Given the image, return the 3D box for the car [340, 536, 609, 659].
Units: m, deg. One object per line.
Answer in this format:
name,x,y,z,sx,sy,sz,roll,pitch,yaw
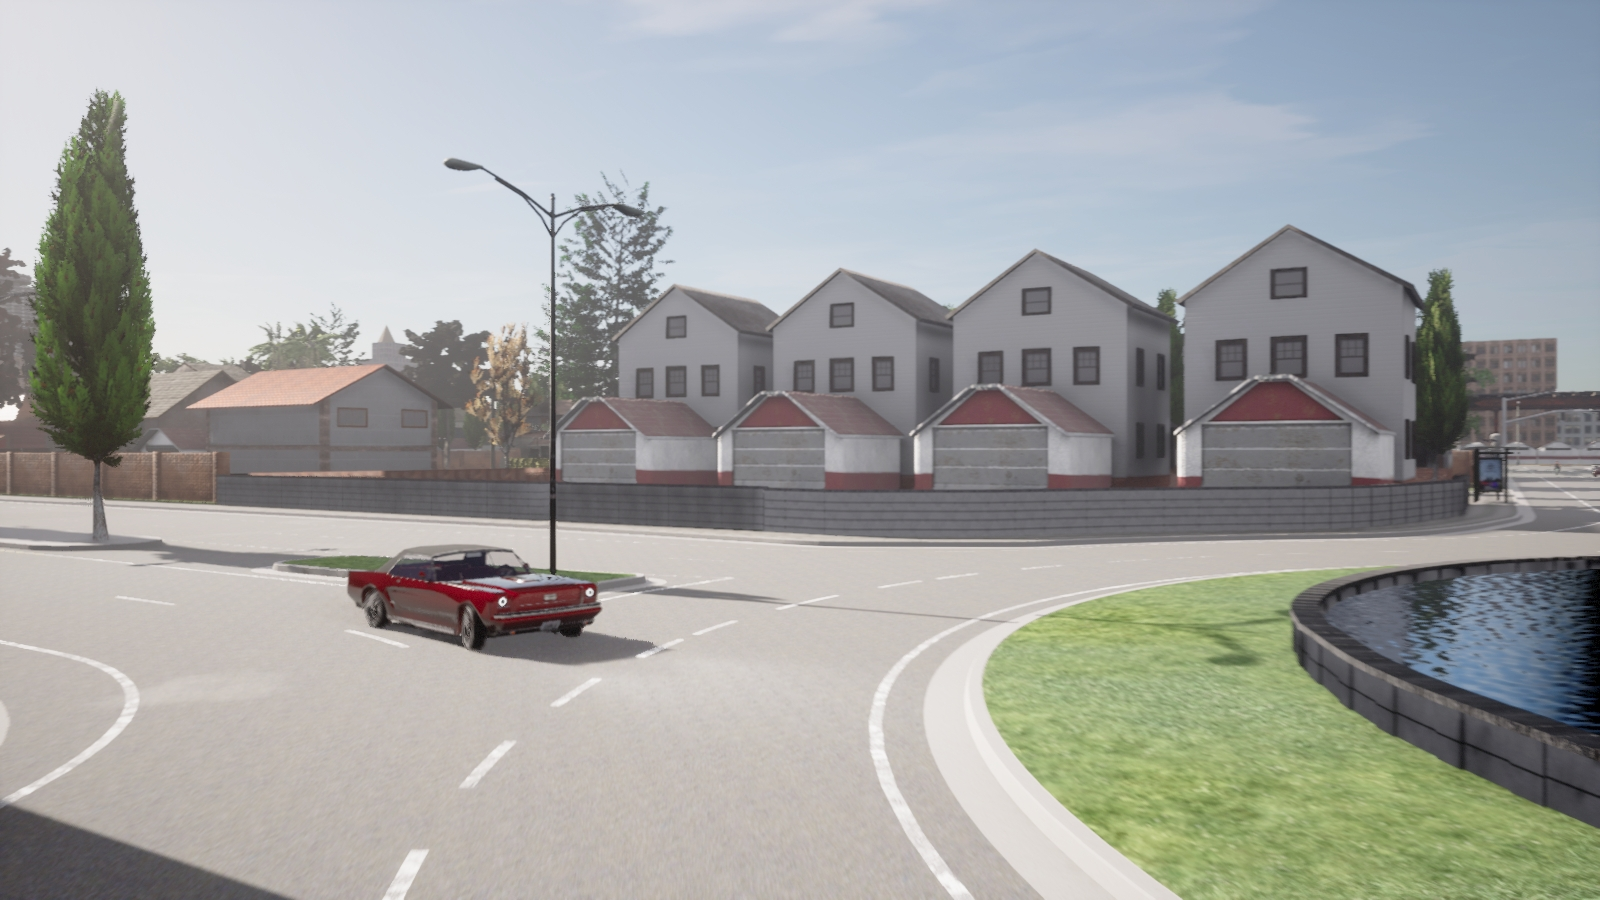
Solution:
car,-5.152,2.157,17.681,4.718,1.301,1.895,0,0,44
